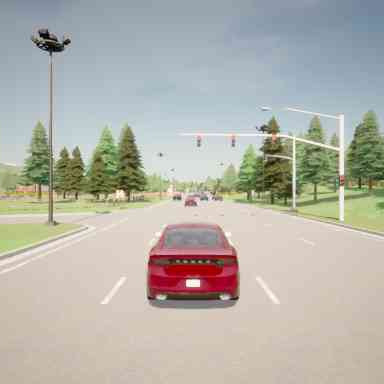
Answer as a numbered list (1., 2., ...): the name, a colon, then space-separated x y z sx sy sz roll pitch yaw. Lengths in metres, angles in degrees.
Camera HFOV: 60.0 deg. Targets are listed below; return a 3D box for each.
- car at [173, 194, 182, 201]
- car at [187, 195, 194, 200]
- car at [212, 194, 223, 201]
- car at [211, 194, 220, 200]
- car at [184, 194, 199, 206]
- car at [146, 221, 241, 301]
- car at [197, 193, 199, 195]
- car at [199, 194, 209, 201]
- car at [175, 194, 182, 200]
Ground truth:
1. car: -3.816 1.469 83.620 1.882 1.535 5.008 0 0 0
2. car: -0.355 1.427 94.083 1.895 1.301 4.718 0 0 0
3. car: 6.684 1.516 83.660 2.128 1.511 4.902 0 0 0
4. car: 6.645 1.372 94.080 2.033 1.411 5.357 0 0 0
5. car: -0.199 1.525 53.020 1.812 1.442 4.674 0 0 0
6. car: 0.031 1.478 8.418 1.882 1.535 5.008 0 0 0
7. car: 3.145 1.357 94.066 2.128 1.511 4.902 0 0 0
8. car: 3.183 1.516 84.063 1.812 1.442 4.674 0 0 0
9. car: -3.855 1.310 94.040 1.882 1.535 5.008 0 0 0
